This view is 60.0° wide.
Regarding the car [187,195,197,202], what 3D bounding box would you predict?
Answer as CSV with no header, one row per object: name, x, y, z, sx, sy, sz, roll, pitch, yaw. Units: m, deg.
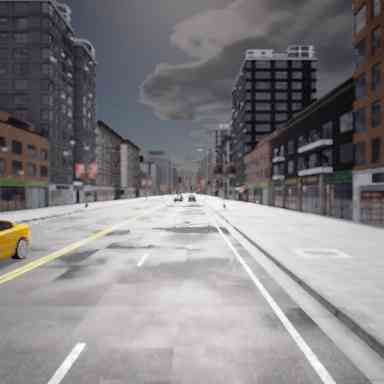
car,-0.012,1.561,77.651,1.837,1.490,4.892,0,0,0

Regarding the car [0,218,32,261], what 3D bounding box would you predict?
car,-6.546,1.475,9.564,1.882,1.535,5.008,0,0,1

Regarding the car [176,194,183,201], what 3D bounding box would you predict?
car,-3.264,1.446,88.071,1.882,1.535,5.008,0,0,0

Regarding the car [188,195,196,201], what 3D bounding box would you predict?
car,-0.014,1.469,88.072,1.837,1.490,4.892,0,0,0

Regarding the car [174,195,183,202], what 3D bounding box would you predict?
car,-3.262,1.614,78.063,1.994,1.385,4.181,0,0,0
